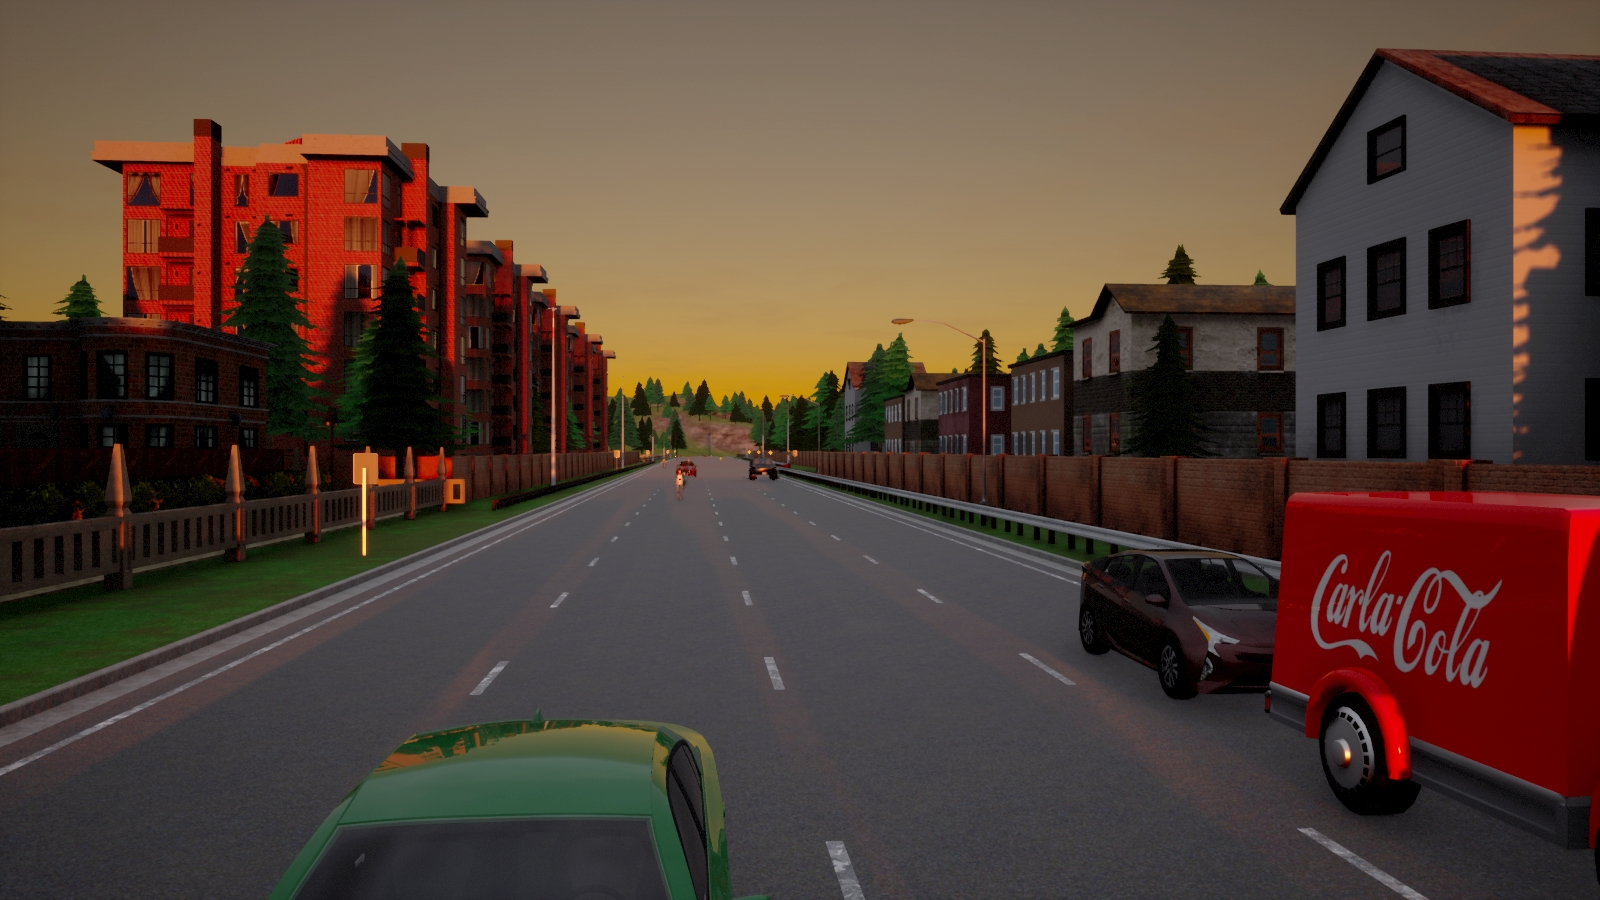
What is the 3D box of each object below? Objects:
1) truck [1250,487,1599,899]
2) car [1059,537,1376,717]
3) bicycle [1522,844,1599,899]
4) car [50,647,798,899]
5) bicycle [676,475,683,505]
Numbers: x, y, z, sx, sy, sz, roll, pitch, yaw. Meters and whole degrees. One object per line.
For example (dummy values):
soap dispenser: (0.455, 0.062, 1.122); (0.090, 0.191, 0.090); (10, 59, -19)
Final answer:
truck: (5.566, 1.568, 7.740); (2.627, 2.467, 5.204); (0, 0, -5)
car: (4.945, 2.040, 14.354); (2.007, 1.525, 4.514); (0, 0, -5)
bicycle: (2.623, 2.056, 2.959); (0.373, 1.496, 1.643); (0, 0, -4)
car: (-1.202, 2.034, 4.748); (2.097, 1.535, 5.006); (0, 0, -5)
bicycle: (-6.246, 2.056, 59.274); (0.373, 1.496, 1.643); (0, 0, -5)
